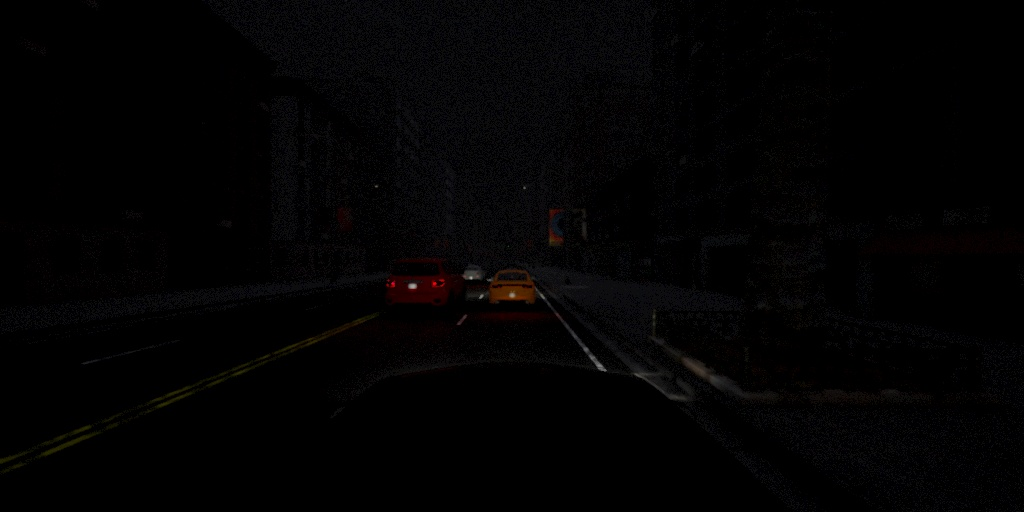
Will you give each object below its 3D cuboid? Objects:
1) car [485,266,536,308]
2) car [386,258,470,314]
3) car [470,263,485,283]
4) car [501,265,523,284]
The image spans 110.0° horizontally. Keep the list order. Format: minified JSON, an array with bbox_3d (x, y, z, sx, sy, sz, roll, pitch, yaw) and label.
[{"bbox_3d":[0.028,1.357,16.110,1.882,1.535,5.008,0,0,0],"label":"car"},{"bbox_3d":[-3.238,1.090,14.439,2.150,2.045,5.566,0,0,0],"label":"car"},{"bbox_3d":[-3.226,1.540,30.774,1.812,1.442,4.674,0,0,0],"label":"car"},{"bbox_3d":[0.025,1.540,30.773,1.812,1.442,4.674,0,0,0],"label":"car"}]
